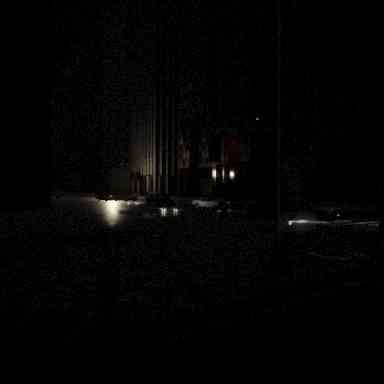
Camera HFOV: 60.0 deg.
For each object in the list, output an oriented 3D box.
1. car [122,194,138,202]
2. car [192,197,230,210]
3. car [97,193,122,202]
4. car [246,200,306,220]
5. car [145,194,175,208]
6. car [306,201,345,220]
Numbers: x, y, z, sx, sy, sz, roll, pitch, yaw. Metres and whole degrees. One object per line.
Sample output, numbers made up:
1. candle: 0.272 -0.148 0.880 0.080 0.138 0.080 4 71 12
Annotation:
1. car: -10.636 0.945 55.127 1.895 1.301 4.718 0 1 -35
2. car: 2.086 1.223 36.913 1.895 1.301 4.718 0 1 -35
3. car: -13.713 0.878 53.863 2.033 1.411 5.357 0 1 -35
4. car: 6.130 1.324 25.527 1.994 1.385 4.181 0 1 -36
5. car: -3.851 1.017 39.704 1.882 1.535 5.008 0 1 -35
6. car: 9.535 1.389 26.365 1.895 1.301 4.718 0 1 -36
